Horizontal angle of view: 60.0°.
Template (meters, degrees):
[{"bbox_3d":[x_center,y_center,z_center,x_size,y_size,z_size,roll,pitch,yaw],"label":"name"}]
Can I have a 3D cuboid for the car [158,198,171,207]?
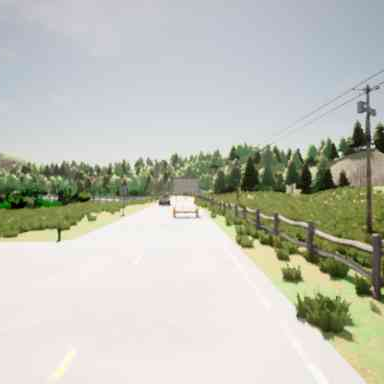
[{"bbox_3d":[-4.257,1.574,52.190,1.895,1.301,4.718,0,0,-1],"label":"car"}]

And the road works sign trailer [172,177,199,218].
[{"bbox_3d":[-0.559,0.443,29.965,2.380,3.560,2.880,0,0,-1],"label":"road works sign trailer"}]
